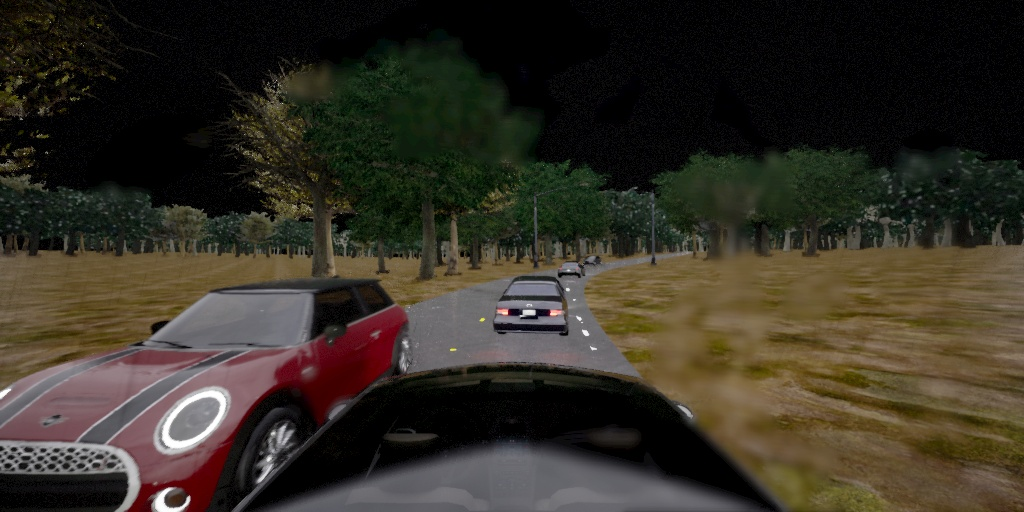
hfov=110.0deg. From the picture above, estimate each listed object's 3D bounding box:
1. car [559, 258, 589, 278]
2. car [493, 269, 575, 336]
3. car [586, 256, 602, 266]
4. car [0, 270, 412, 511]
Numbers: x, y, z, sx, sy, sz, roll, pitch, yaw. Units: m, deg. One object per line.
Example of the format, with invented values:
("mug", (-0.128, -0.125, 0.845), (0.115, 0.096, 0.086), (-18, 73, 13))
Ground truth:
("car", (5.229, 1.126, 31.162), (1.994, 1.385, 4.181), (0, 0, 18))
("car", (0.688, 1.280, 10.384), (2.033, 1.411, 5.357), (0, 0, 7))
("car", (11.937, 0.726, 53.365), (1.837, 1.490, 4.892), (-1, 0, 31))
("car", (-2.859, 1.103, 4.351), (2.097, 1.767, 4.553), (0, 0, 3))
